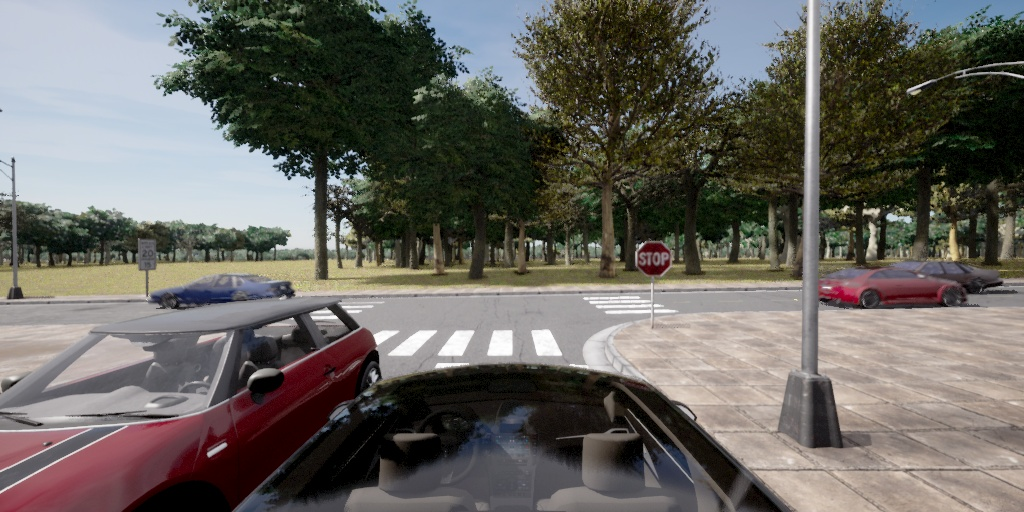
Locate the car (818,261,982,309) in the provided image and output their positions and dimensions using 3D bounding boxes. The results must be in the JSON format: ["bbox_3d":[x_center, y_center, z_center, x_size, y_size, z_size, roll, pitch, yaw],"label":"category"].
[{"bbox_3d":[13.239,1.048,12.770,4.181,1.385,1.994,-1,1,0],"label":"car"}]

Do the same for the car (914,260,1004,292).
[{"bbox_3d":[17.873,0.906,15.696,5.357,1.411,2.033,-1,1,0],"label":"car"}]

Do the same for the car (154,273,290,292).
[{"bbox_3d":[-12.547,1.483,15.718,5.357,1.411,2.033,-1,1,0],"label":"car"}]

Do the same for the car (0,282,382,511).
[{"bbox_3d":[-2.640,1.189,2.944,1.967,1.591,4.097,0,0,0],"label":"car"}]
